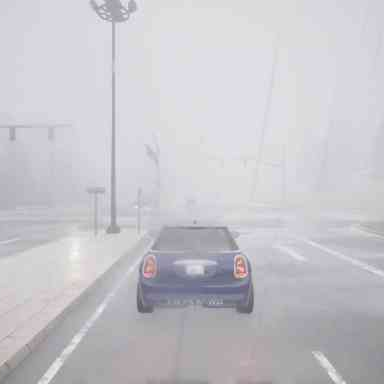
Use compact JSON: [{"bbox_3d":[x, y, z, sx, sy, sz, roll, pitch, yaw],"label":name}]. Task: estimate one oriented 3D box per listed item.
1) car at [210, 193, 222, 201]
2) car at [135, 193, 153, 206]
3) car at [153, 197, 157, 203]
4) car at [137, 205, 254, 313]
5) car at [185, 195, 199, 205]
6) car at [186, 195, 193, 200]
[{"bbox_3d":[6.363,1.199,84.913,2.150,2.045,5.566,0,0,-1],"label":"car"},{"bbox_3d":[-8.265,1.342,55.982,2.097,1.767,4.553,0,0,-1],"label":"car"},{"bbox_3d":[-8.363,1.535,65.596,2.033,1.411,5.357,0,0,0],"label":"car"},{"bbox_3d":[0.072,1.351,7.803,2.097,1.767,4.553,0,0,0],"label":"car"},{"bbox_3d":[-0.157,1.515,54.622,1.812,1.442,4.674,0,0,-1],"label":"car"},{"bbox_3d":[-0.746,1.483,91.691,1.837,1.490,4.892,0,0,-1],"label":"car"}]
